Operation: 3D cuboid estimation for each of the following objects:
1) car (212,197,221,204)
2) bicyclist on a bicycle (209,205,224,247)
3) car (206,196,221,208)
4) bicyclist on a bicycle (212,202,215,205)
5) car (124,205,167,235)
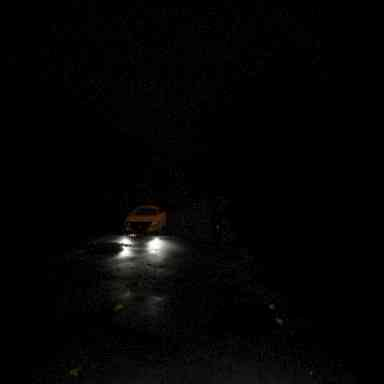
[{"bbox_3d":[5.415,1.871,73.864,1.882,1.535,5.008,0,0,7],"label":"car"},{"bbox_3d":[1.109,1.501,14.360,0.582,1.620,1.656,0,0,2],"label":"bicyclist on a bicycle"},{"bbox_3d":[3.367,1.818,54.962,2.033,1.411,5.357,0,0,6],"label":"car"},{"bbox_3d":[1.484,1.539,23.312,0.582,1.620,1.656,0,-1,3],"label":"bicyclist on a bicycle"},{"bbox_3d":[-2.608,1.545,19.625,1.882,1.535,5.008,0,0,3],"label":"car"}]
